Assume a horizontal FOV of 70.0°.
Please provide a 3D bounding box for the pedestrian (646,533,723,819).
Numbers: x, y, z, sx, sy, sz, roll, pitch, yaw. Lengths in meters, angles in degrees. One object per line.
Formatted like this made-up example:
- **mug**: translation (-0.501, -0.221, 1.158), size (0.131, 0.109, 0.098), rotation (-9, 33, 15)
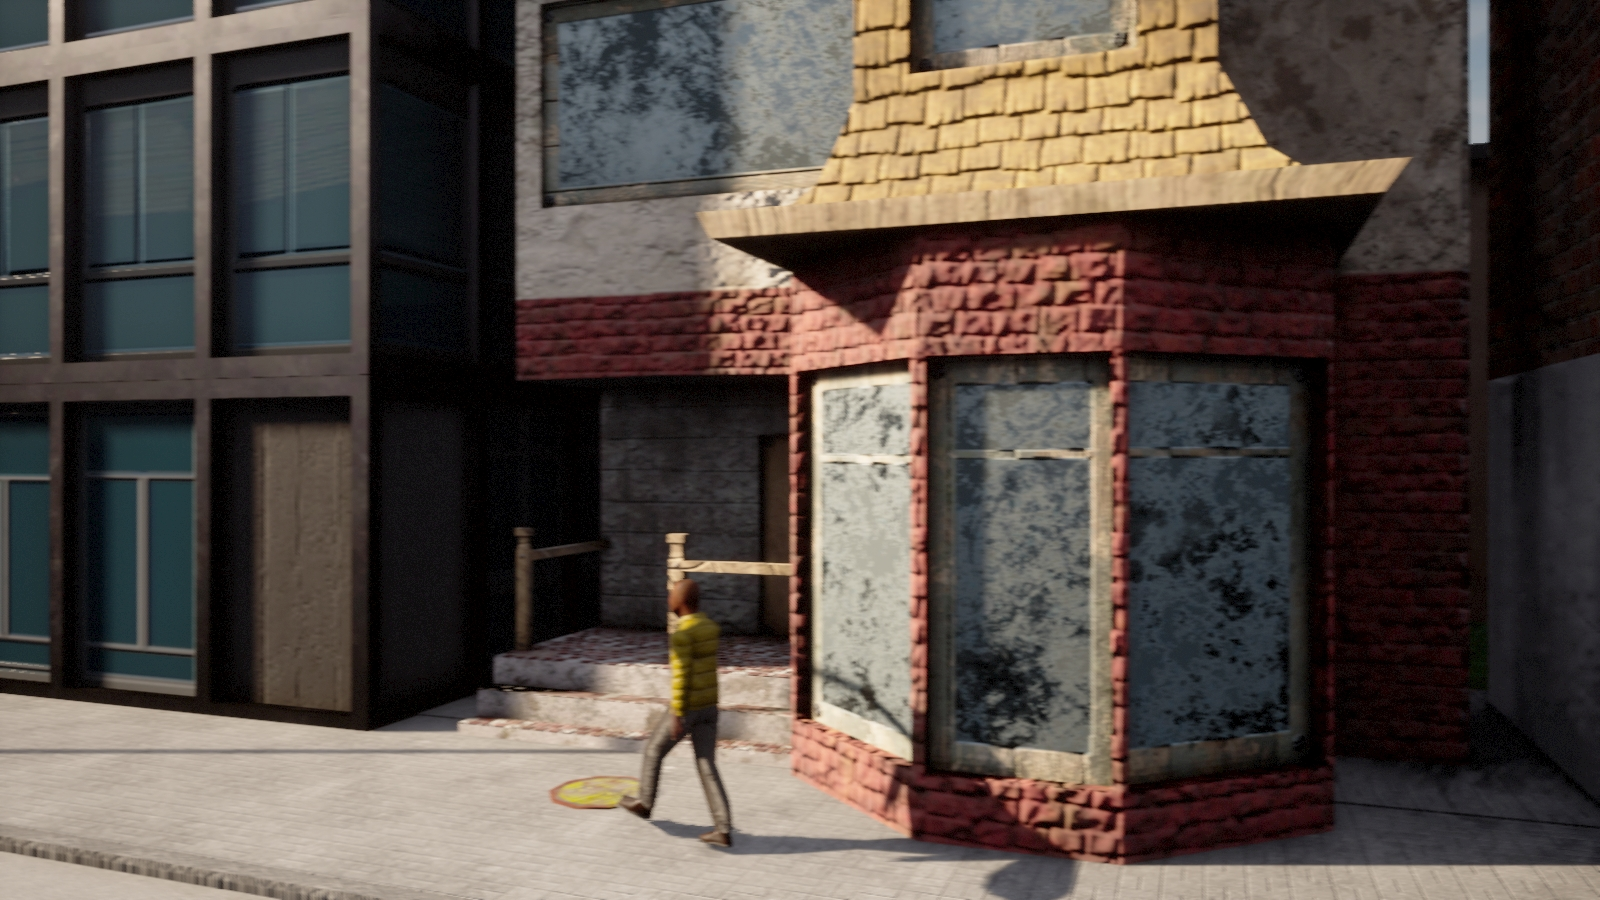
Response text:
- **pedestrian**: translation (-0.791, 1.523, 7.853), size (0.375, 1.860, 0.375), rotation (0, 0, 36)
